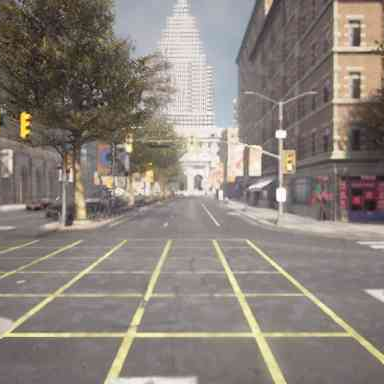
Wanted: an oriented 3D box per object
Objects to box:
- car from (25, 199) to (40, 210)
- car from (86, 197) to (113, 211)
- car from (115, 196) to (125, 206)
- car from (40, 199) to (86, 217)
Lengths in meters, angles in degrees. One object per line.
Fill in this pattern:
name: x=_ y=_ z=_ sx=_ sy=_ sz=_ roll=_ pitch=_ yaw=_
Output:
car: x=-18.249 y=1.494 z=40.310 sx=1.895 sy=1.301 sz=4.718 roll=0 pitch=0 yaw=0
car: x=-11.579 y=1.446 z=40.142 sx=2.033 sy=1.411 sz=5.357 roll=0 pitch=0 yaw=0
car: x=-11.540 y=1.378 z=51.128 sx=1.837 sy=1.490 sz=4.892 roll=0 pitch=0 yaw=1
car: x=-11.596 y=1.429 z=30.244 sx=1.837 sy=1.490 sz=4.892 roll=0 pitch=0 yaw=0
